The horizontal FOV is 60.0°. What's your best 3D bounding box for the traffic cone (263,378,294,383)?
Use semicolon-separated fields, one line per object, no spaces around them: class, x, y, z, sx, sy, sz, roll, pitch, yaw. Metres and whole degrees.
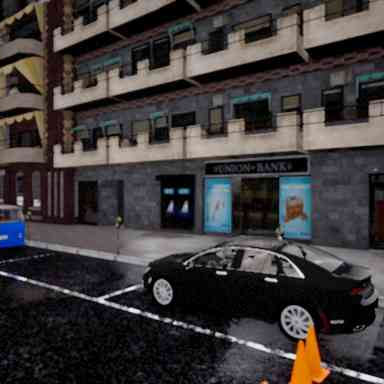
traffic cone;0.640;1.956;2.895;0.340;0.580;0.340;0;0;35

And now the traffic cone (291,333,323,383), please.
traffic cone;1.217;1.956;3.712;0.340;0.580;0.340;0;0;35

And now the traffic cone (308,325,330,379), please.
traffic cone;1.483;1.956;4.140;0.340;0.580;0.340;0;0;42

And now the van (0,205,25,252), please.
van;-8.035;1.350;12.653;3.998;1.788;1.690;0;0;35

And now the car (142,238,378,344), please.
car;0.986;1.552;6.279;4.403;1.369;2.008;0;0;35
